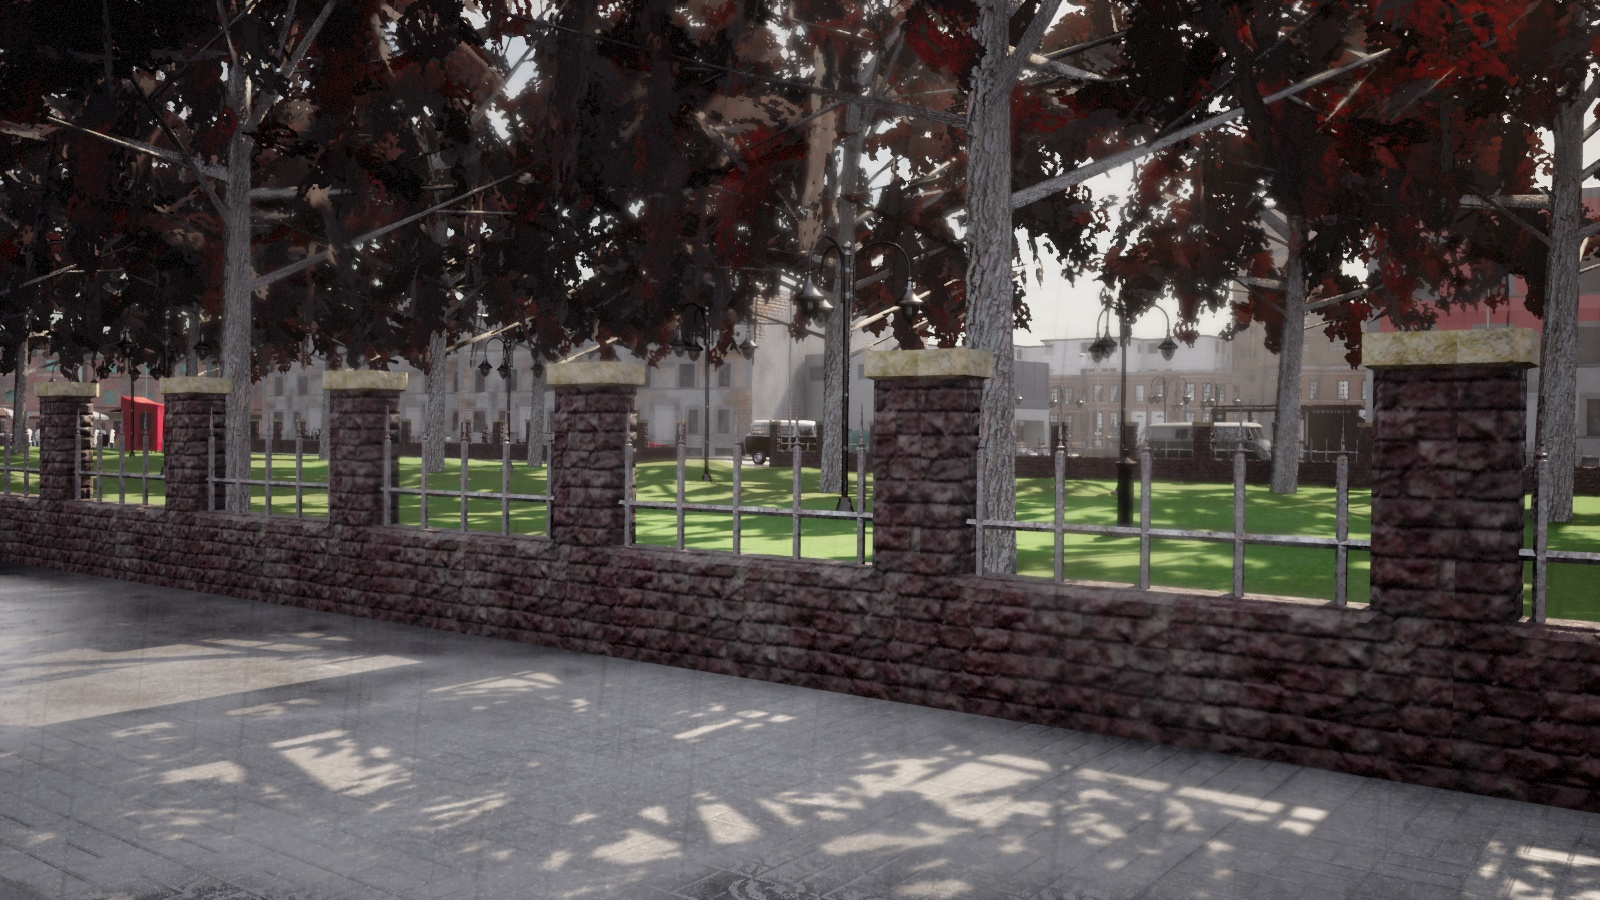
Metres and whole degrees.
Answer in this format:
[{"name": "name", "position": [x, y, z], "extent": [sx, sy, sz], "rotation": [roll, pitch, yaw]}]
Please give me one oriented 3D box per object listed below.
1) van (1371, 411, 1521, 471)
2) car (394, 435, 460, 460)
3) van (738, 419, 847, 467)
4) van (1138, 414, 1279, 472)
[{"name": "van", "position": [22.549, -0.320, 43.905], "extent": [4.442, 1.987, 1.775], "rotation": [0, 1, 36]}, {"name": "car", "position": [-23.014, -0.153, 77.486], "extent": [3.806, 1.475, 1.970], "rotation": [0, 1, 36]}, {"name": "van", "position": [-0.362, -0.304, 55.839], "extent": [4.480, 2.038, 2.069], "rotation": [0, 1, 36]}, {"name": "van", "position": [14.553, -0.260, 44.835], "extent": [4.442, 1.987, 1.775], "rotation": [0, 1, 36]}]
